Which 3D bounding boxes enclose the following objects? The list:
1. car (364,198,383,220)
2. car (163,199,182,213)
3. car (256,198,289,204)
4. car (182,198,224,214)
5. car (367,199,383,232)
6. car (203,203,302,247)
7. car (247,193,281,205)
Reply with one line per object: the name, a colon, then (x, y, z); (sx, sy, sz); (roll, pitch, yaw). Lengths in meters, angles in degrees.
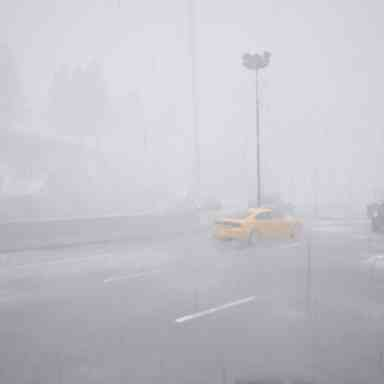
car: (16.185, 1.342, 27.712); (1.882, 1.535, 5.008); (-1, 0, 44)
car: (-1.279, 1.590, 40.107); (4.553, 1.767, 2.097); (-1, 0, -45)
car: (9.298, 1.630, 35.805); (1.895, 1.301, 4.718); (-1, 0, 44)
car: (1.579, 1.528, 38.007); (4.553, 1.767, 2.097); (-1, 0, -45)
car: (11.822, 1.245, 18.566); (4.553, 1.767, 2.097); (-1, -1, -43)
car: (3.141, 1.509, 15.434); (5.008, 1.535, 1.882); (-1, 0, -40)
car: (8.948, 1.193, 40.459); (2.150, 2.045, 5.566); (-1, 0, 43)
